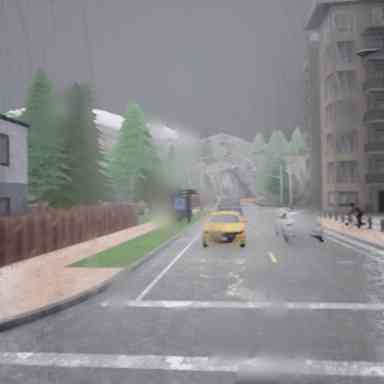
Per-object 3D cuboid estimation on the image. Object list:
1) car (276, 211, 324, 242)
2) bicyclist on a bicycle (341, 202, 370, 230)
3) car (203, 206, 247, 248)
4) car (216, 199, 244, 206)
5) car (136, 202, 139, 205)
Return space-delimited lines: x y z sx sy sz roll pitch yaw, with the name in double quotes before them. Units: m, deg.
"car" 5.540 1.703 17.476 1.812 1.442 4.674 -1 -1 7
"bicyclist on a bicycle" 9.617 1.439 19.619 1.656 1.620 0.582 -1 -1 7
"car" 1.643 1.707 16.329 1.882 1.535 5.008 -1 -1 7
"car" 3.417 1.622 29.816 2.150 2.045 5.566 -1 -1 8
"car" -12.446 2.502 73.539 1.932 1.855 4.605 -1 -1 6
